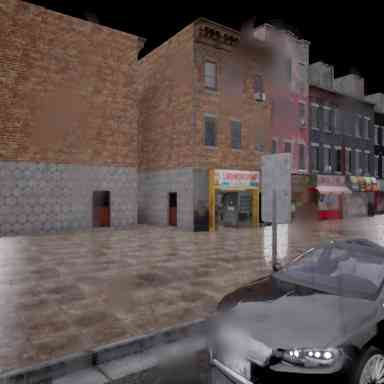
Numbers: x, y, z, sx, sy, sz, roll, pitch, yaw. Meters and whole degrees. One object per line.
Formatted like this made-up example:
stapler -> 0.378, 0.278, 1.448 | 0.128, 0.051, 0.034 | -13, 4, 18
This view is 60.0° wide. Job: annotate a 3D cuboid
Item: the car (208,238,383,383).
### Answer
car -> 2.453, 1.492, 4.832 | 4.902, 1.511, 2.128 | 0, 0, -36
